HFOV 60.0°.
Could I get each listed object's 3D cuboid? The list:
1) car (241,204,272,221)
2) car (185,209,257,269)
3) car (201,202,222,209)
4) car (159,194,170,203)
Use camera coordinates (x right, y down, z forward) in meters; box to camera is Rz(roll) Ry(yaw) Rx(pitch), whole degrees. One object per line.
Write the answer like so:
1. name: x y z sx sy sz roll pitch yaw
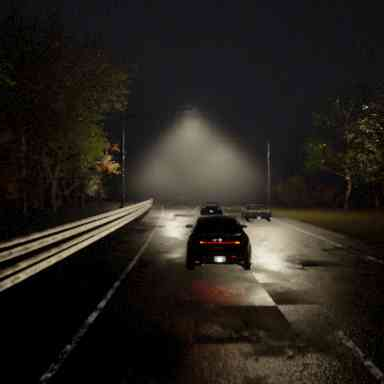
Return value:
1. car: 5.093 1.641 26.952 1.895 1.301 4.718 0 0 2
2. car: 0.831 1.517 11.138 1.837 1.490 4.892 0 0 2
3. car: 1.748 1.624 30.402 1.994 1.385 4.181 0 0 3
4. car: -6.777 1.562 81.482 2.150 2.045 5.566 0 0 -10
